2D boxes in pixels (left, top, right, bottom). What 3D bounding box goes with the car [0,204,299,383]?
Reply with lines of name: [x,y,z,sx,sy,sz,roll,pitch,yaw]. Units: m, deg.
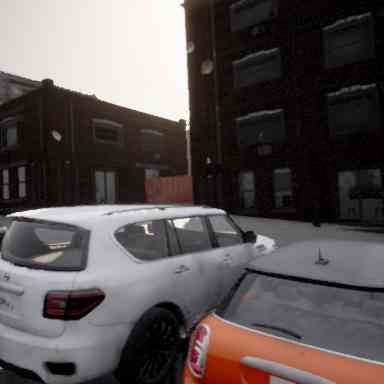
car: [-0.366,1.216,5.614,2.435,2.045,5.566,0,0,35]
